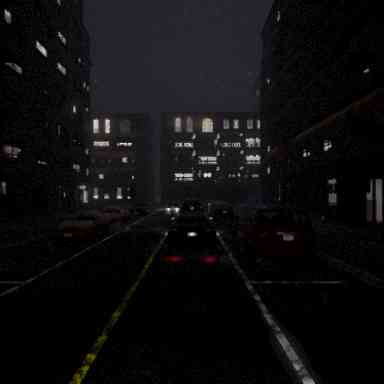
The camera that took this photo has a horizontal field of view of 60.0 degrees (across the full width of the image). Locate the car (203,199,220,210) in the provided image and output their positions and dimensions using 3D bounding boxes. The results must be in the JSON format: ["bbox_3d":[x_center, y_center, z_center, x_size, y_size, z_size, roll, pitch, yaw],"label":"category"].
[{"bbox_3d":[2.573,1.616,44.678,1.947,1.339,4.313,1,0,0],"label":"car"}]

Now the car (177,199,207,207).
[{"bbox_3d":[0.000,1.389,29.623,2.097,1.767,4.553,0,0,0],"label":"car"}]

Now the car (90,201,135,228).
[{"bbox_3d":[-5.286,1.537,22.226,1.752,1.417,4.829,1,0,0],"label":"car"}]

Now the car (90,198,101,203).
[{"bbox_3d":[-19.702,1.801,64.206,4.403,1.369,2.008,0,0,0],"label":"car"}]

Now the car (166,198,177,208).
[{"bbox_3d":[-2.750,1.665,49.924,2.033,1.411,5.357,0,0,0],"label":"car"}]

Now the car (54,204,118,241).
[{"bbox_3d":[-5.295,1.531,16.663,1.752,1.417,4.829,1,0,0],"label":"car"}]

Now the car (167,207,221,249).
[{"bbox_3d":[0.000,1.578,14.651,1.994,1.385,4.181,0,0,0],"label":"car"}]

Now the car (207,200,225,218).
[{"bbox_3d":[2.574,1.586,27.986,1.947,1.339,4.313,1,0,0],"label":"car"}]

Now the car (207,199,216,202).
[{"bbox_3d":[2.573,1.573,33.551,1.887,1.381,4.507,1,0,0],"label":"car"}]

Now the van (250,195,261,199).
[{"bbox_3d":[13.082,1.383,64.253,3.998,1.788,1.690,0,0,0],"label":"van"}]

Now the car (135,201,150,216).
[{"bbox_3d":[-5.274,1.594,33.526,1.947,1.339,4.313,1,0,0],"label":"car"}]

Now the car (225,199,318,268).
[{"bbox_3d":[2.577,1.317,11.296,2.192,1.841,5.009,1,0,0],"label":"car"}]
